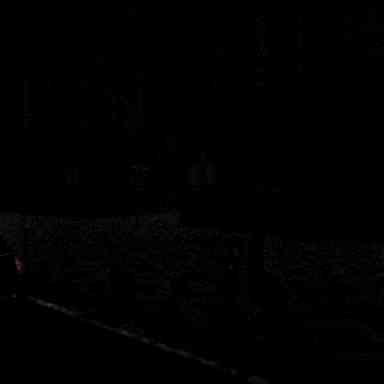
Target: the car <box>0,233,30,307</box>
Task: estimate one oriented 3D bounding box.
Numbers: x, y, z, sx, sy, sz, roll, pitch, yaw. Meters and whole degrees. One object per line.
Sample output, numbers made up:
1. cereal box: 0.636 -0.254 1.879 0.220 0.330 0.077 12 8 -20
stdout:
1. car: -5.067 1.379 6.583 4.097 1.590 1.967 1 1 36
